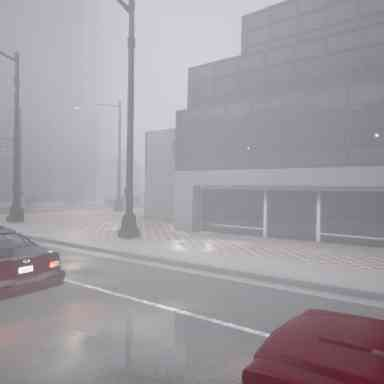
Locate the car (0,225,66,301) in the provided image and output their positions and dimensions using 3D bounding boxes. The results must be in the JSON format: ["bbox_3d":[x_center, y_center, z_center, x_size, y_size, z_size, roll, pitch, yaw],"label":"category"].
[{"bbox_3d":[-5.150,1.461,7.669,5.357,1.411,2.033,1,0,35],"label":"car"}]

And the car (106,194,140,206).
[{"bbox_3d":[-9.052,1.014,43.896,1.882,1.535,5.008,1,0,36],"label":"car"}]

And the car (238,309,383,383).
[{"bbox_3d":[2.651,1.602,2.103,4.718,1.301,1.895,0,0,35],"label":"car"}]
